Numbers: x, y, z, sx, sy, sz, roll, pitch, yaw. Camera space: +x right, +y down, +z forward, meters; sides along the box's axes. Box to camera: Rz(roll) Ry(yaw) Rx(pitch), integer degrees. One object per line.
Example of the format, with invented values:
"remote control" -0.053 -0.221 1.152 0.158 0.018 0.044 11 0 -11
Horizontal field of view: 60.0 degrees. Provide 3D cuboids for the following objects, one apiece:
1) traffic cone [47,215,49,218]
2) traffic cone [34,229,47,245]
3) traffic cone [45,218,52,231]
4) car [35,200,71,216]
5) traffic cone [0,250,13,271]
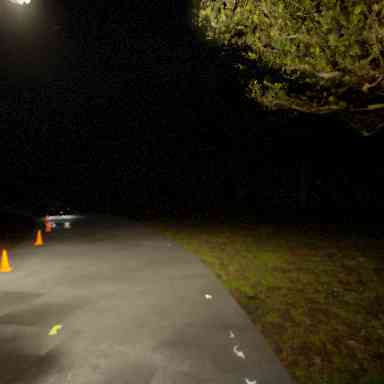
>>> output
"traffic cone" -10.006 1.887 23.075 0.340 0.580 0.340 -1 0 -26
"traffic cone" -6.513 1.924 14.186 0.340 0.580 0.340 -1 0 -16
"traffic cone" -8.063 1.904 18.707 0.340 0.580 0.340 -1 0 -21
"car" -13.354 1.442 31.662 2.033 1.411 5.357 -1 1 -41
"traffic cone" -5.369 1.948 9.545 0.340 0.580 0.340 0 0 -11
